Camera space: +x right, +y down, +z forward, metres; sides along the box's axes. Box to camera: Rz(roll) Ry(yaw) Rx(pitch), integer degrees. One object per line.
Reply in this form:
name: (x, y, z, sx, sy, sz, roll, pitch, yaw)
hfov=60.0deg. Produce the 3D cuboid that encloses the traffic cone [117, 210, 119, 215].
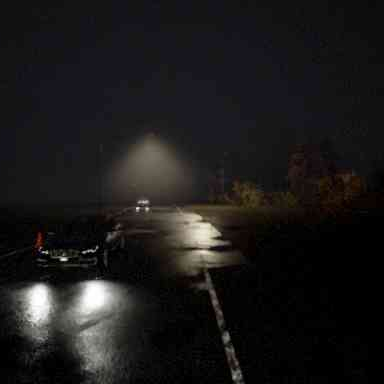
traffic cone: (-7.559, 2.037, 33.944, 0.340, 0.580, 0.340, 0, 0, -4)

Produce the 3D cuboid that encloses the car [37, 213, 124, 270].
car: (-3.492, 1.536, 11.249, 1.837, 1.490, 4.892, 0, 0, -2)

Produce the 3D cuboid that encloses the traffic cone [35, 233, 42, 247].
traffic cone: (-6.434, 2.008, 14.072, 0.340, 0.580, 0.340, 0, 0, -2)

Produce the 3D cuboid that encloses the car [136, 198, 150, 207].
car: (-7.910, 1.653, 53.913, 1.812, 1.442, 4.674, 0, 0, -6)
